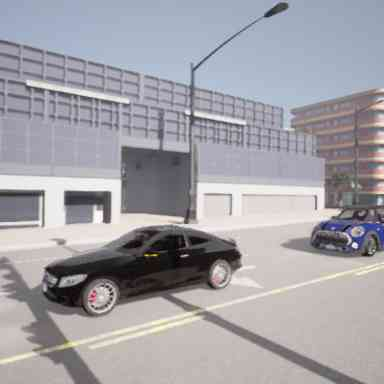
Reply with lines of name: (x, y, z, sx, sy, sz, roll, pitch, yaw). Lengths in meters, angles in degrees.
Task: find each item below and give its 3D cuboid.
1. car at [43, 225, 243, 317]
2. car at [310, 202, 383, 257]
car: (-0.880, 1.536, 7.643, 4.674, 1.442, 1.812, 0, 0, -35)
car: (6.688, 1.326, 12.977, 4.553, 1.767, 2.097, -1, 0, -35)
